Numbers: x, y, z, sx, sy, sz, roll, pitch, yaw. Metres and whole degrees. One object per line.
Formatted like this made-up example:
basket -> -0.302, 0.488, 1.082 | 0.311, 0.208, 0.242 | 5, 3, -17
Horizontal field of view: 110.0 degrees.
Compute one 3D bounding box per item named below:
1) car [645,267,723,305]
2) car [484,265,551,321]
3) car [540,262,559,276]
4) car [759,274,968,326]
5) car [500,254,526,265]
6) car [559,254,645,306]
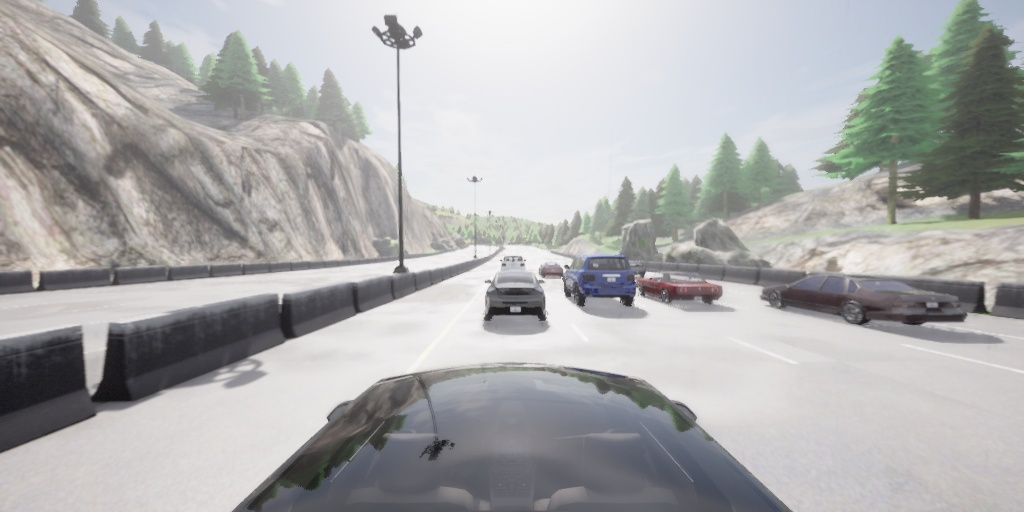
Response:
car -> 7.099, 1.322, 15.881 | 1.895, 1.301, 4.718 | 0, 0, 0
car -> 0.099, 1.233, 12.388 | 1.837, 1.490, 4.892 | 0, 0, 0
car -> 3.600, 1.200, 33.492 | 1.994, 1.385, 4.181 | 0, 0, 0
car -> 10.599, 1.278, 11.553 | 2.033, 1.411, 5.357 | 0, 0, 0
car -> 0.099, 0.865, 32.480 | 2.150, 2.045, 5.566 | 0, 0, 0
car -> 3.600, 0.944, 15.637 | 2.150, 2.045, 5.566 | 0, 0, 0
